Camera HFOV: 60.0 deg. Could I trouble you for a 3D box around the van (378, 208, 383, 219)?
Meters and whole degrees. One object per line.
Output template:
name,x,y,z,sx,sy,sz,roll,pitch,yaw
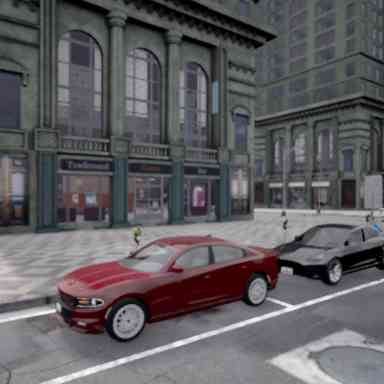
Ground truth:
van,8.576,1.417,12.772,3.998,1.788,1.690,0,0,-36

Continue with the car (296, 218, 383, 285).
car,4.170,1.613,9.627,4.313,1.339,1.947,0,0,-36

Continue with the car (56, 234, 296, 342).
car,-0.237,1.562,6.483,4.507,1.381,1.887,0,0,-36
